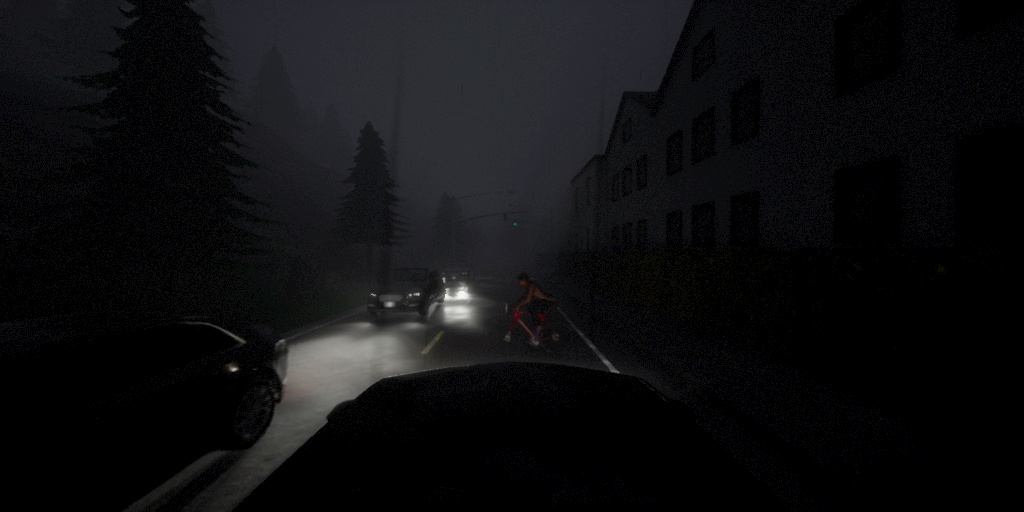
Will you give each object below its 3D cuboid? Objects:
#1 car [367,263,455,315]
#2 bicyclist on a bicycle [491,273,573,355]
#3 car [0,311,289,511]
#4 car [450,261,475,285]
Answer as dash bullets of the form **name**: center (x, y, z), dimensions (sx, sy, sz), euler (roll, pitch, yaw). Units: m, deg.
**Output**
- **car**: center (-3.654, 1.170, 13.158), dimensions (2.128, 1.511, 4.902), euler (0, 0, 0)
- **bicyclist on a bicycle**: center (0.384, 1.157, 7.093), dimensions (1.656, 1.620, 0.582), euler (-1, 0, 0)
- **car**: center (-3.596, 1.254, 2.366), dimensions (1.837, 1.490, 4.892), euler (0, 0, 0)
- **car**: center (-3.648, 1.098, 24.883), dimensions (2.128, 1.511, 4.902), euler (0, 0, 0)
